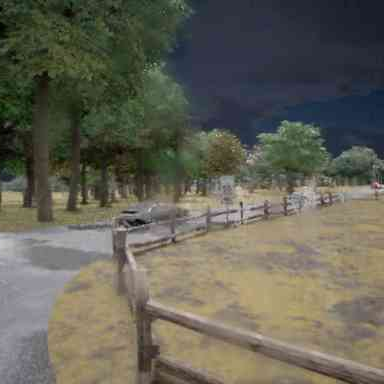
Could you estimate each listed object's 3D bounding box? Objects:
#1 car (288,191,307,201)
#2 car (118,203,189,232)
[{"bbox_3d":[16.536,0.609,51.803,1.812,1.442,4.674,-1,1,35],"label":"car"},{"bbox_3d":[-2.106,1.379,19.625,2.128,1.511,4.902,-1,1,35],"label":"car"}]
